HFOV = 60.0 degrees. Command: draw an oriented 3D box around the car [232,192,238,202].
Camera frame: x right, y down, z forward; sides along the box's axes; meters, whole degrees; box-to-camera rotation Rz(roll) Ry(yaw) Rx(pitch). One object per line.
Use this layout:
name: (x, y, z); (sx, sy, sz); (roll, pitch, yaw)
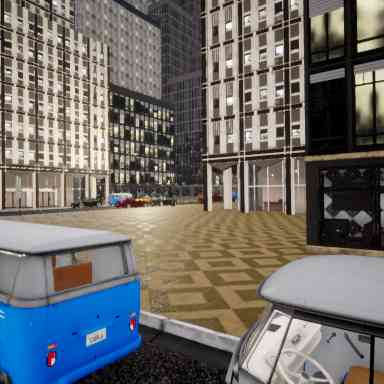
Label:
car: (6.293, 1.101, 57.053); (2.008, 1.369, 4.403); (0, 0, 36)

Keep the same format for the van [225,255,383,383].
van: (1.995, 1.341, 1.464); (3.998, 1.788, 1.690); (0, -1, 36)

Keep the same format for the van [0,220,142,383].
van: (-2.545, 1.342, 4.703); (3.998, 1.788, 1.690); (0, -1, 36)

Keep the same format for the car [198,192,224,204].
car: (2.959, 0.909, 52.504); (2.192, 1.841, 5.009); (0, 0, 36)

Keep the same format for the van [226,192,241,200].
van: (9.509, 0.873, 75.630); (1.690, 1.788, 3.998); (0, 0, 36)

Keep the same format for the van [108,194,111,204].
van: (-10.485, 1.136, 48.325); (1.690, 1.788, 3.998); (0, 0, 36)

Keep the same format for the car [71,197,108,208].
car: (-13.816, 1.404, 43.776); (1.947, 1.339, 4.313); (0, 0, 36)

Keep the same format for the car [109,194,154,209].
car: (-7.031, 1.267, 38.858); (1.887, 1.381, 4.507); (0, 0, 36)

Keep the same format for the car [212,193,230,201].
car: (6.177, 1.017, 71.079); (1.967, 1.590, 4.097); (0, 0, 36)

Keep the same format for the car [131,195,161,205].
car: (-7.252, 1.279, 52.739); (1.752, 1.417, 4.829); (0, 0, 36)

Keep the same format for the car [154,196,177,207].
car: (-3.701, 1.231, 43.407); (2.008, 1.369, 4.403); (0, 0, 36)
